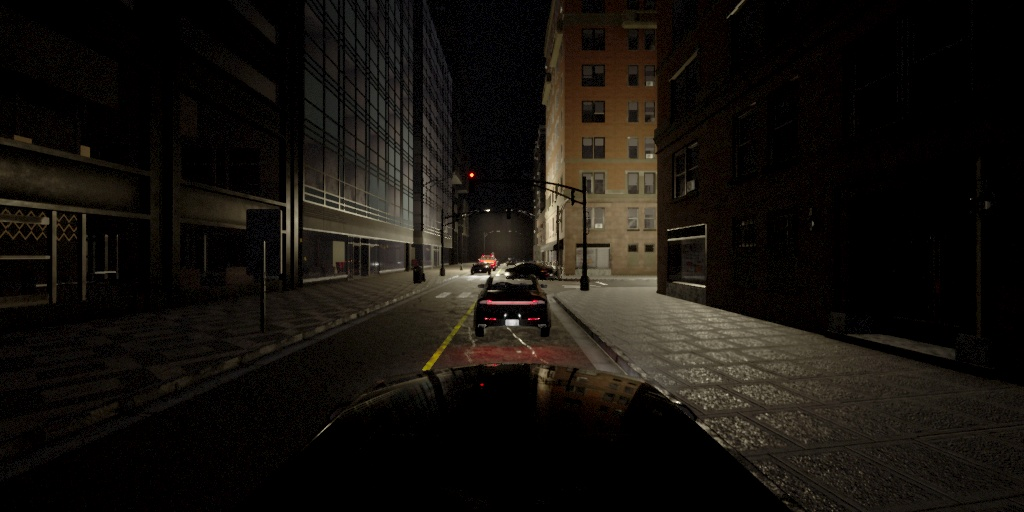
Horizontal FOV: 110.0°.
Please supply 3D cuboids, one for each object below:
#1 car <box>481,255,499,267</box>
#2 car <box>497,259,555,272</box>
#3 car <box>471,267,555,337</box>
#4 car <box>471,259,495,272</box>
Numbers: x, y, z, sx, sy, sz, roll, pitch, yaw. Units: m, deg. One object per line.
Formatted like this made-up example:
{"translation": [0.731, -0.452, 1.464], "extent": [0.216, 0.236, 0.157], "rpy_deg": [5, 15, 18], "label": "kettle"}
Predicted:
{"translation": [-3.232, 0.940, 47.548], "extent": [2.150, 2.045, 5.566], "rpy_deg": [0, 0, 0], "label": "car"}
{"translation": [1.313, 1.257, 28.801], "extent": [4.674, 1.442, 1.812], "rpy_deg": [0, 1, 43], "label": "car"}
{"translation": [0.016, 1.240, 10.256], "extent": [2.128, 1.511, 4.902], "rpy_deg": [0, 0, 0], "label": "car"}
{"translation": [-3.210, 1.290, 38.129], "extent": [1.994, 1.385, 4.181], "rpy_deg": [0, 0, 0], "label": "car"}
